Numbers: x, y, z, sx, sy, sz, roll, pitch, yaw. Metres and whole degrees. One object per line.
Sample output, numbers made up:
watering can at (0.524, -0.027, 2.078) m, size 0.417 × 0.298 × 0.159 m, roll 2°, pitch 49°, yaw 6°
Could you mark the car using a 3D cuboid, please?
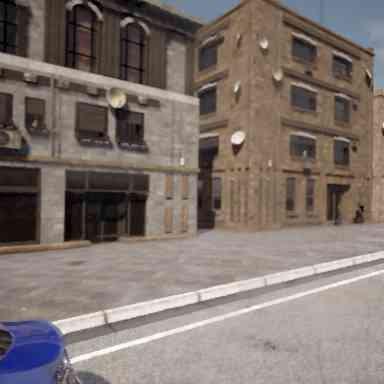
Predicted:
car at (-2.942, 1.530, 1.586) m, size 4.674 × 1.442 × 1.812 m, roll 0°, pitch 0°, yaw -35°
